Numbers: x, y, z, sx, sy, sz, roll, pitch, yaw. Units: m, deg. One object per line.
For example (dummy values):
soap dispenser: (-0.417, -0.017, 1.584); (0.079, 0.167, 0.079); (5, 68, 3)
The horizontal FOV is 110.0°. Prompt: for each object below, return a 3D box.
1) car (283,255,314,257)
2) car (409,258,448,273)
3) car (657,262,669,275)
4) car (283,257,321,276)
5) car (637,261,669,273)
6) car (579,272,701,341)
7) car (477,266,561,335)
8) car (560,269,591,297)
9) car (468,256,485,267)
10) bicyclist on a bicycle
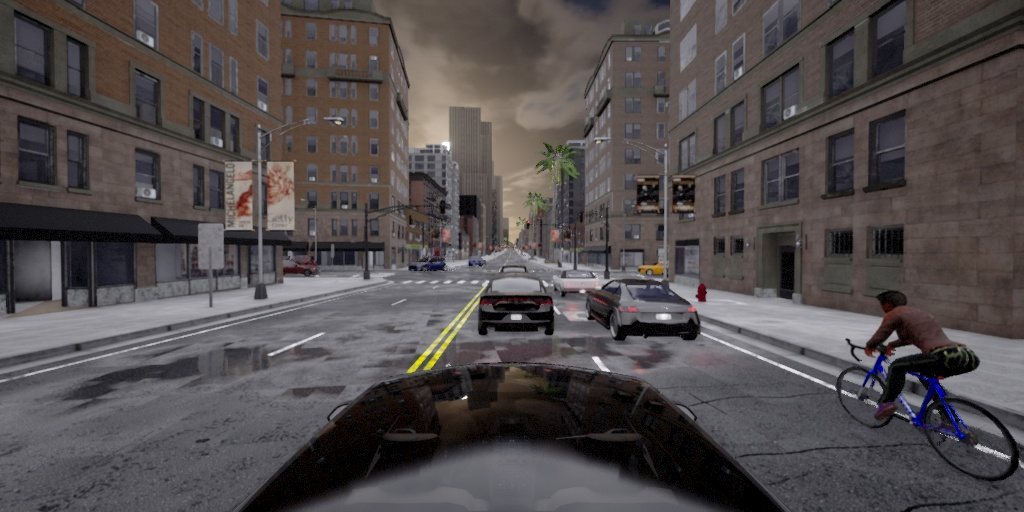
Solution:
car: (-23.883, 0.816, 38.821); (5.009, 1.841, 2.192); (0, 0, -9)
car: (-9.478, 0.971, 40.758); (2.097, 1.767, 4.553); (0, 0, 35)
car: (16.217, 1.496, 33.315); (4.313, 1.339, 1.948); (0, 0, 0)
car: (-20.444, 1.131, 33.496); (4.674, 1.442, 1.812); (0, 1, -9)
car: (16.335, 1.321, 39.258); (5.008, 1.535, 1.882); (0, 1, 0)
car: (3.340, 1.308, 9.912); (1.994, 1.385, 4.181); (0, 0, 0)
car: (0.102, 1.222, 10.515); (1.882, 1.535, 5.008); (0, 0, 0)
car: (3.255, 1.339, 18.725); (1.895, 1.301, 4.718); (0, 0, 0)
car: (-6.537, 0.932, 64.190); (2.150, 2.045, 5.566); (0, 0, 0)
bicyclist on a bicycle: (4.146, 1.201, 3.753); (0.582, 1.620, 1.656); (0, 0, 0)
